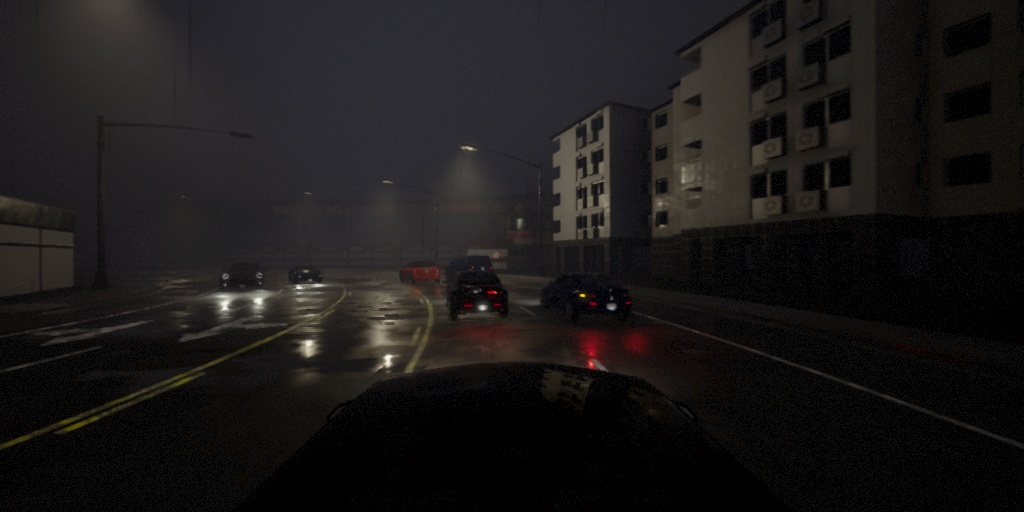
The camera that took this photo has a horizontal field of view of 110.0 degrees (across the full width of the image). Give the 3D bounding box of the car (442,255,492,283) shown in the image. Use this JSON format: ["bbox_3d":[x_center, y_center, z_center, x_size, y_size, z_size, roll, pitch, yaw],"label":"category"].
[{"bbox_3d":[-3.353,0.964,27.716,2.150,2.045,5.566,0,0,-28],"label":"car"}]

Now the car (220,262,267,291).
[{"bbox_3d":[-16.690,1.163,22.468,2.097,1.767,4.553,0,0,-33],"label":"car"}]

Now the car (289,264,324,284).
[{"bbox_3d":[-16.068,1.351,27.827,2.033,1.411,5.357,0,0,-37],"label":"car"}]

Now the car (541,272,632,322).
[{"bbox_3d":[2.353,1.255,12.221,1.812,1.442,4.674,0,-1,-11],"label":"car"}]

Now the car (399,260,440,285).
[{"bbox_3d":[-7.030,1.110,27.018,2.097,1.767,4.553,0,0,-29],"label":"car"}]

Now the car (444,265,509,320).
[{"bbox_3d":[-1.350,1.251,12.803,1.837,1.490,4.892,0,0,-12],"label":"car"}]
